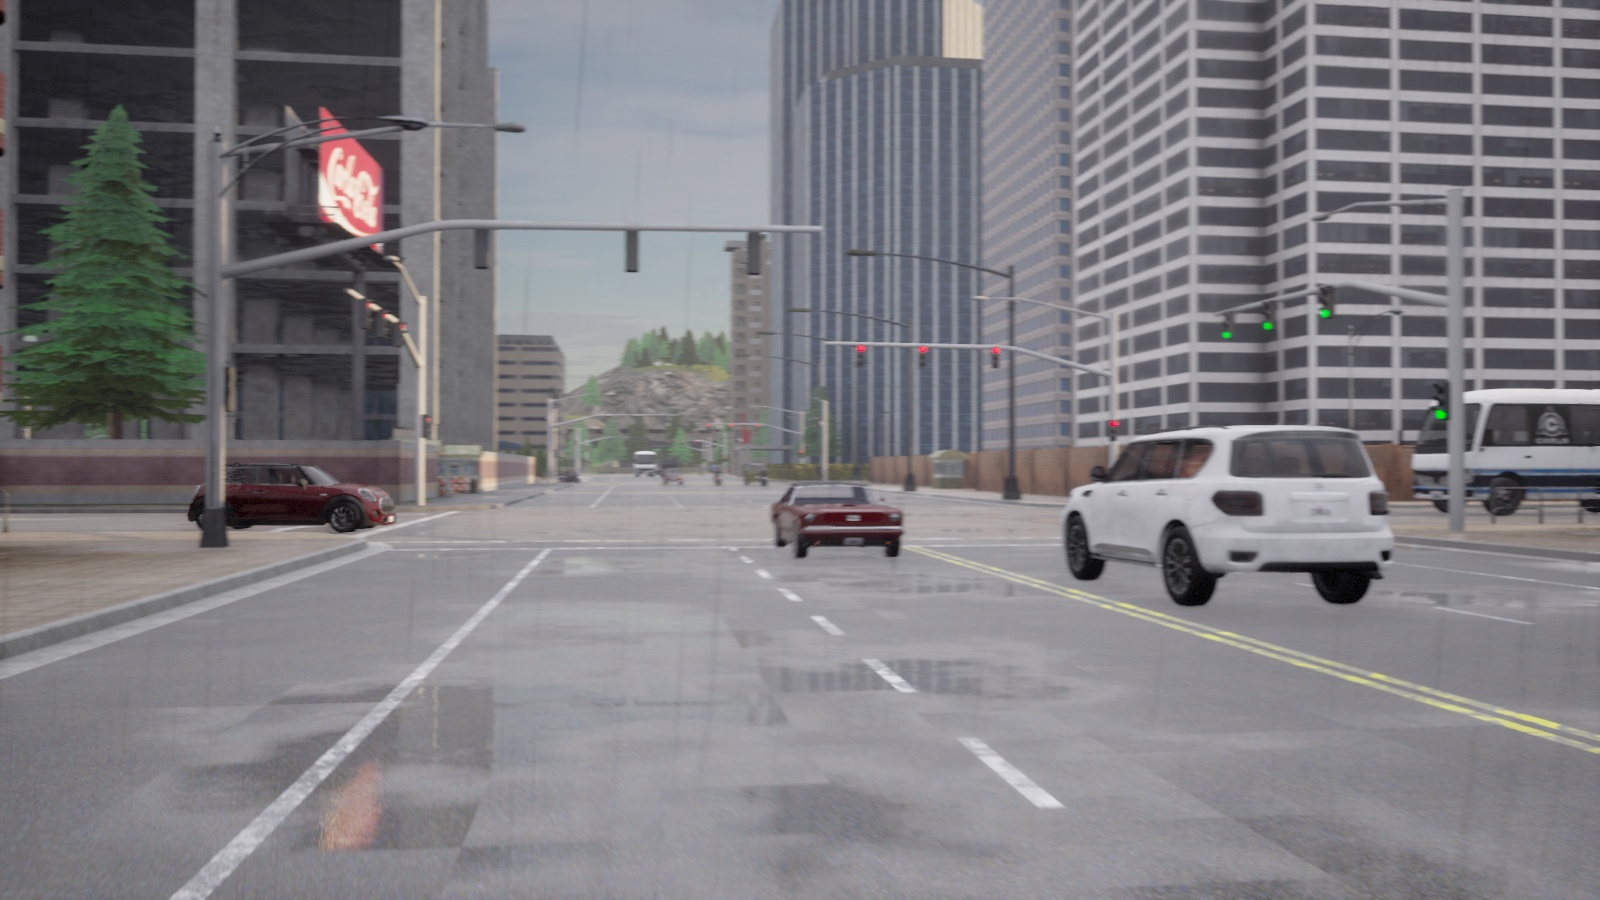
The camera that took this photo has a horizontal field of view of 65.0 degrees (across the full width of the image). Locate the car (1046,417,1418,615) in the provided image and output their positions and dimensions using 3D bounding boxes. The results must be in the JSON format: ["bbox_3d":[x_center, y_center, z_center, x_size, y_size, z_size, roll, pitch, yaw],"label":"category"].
[{"bbox_3d":[5.074,0.718,15.881,2.150,2.045,5.566,0,-1,-8],"label":"car"}]

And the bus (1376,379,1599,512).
[{"bbox_3d":[25.655,-0.143,42.964,10.273,4.253,3.944,0,-1,-8],"label":"bus"}]

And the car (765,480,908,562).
[{"bbox_3d":[0.545,1.236,23.223,1.895,1.301,4.718,0,-1,-8],"label":"car"}]

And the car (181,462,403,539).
[{"bbox_3d":[-12.176,1.187,30.357,4.553,1.767,2.097,0,-1,-4],"label":"car"}]
